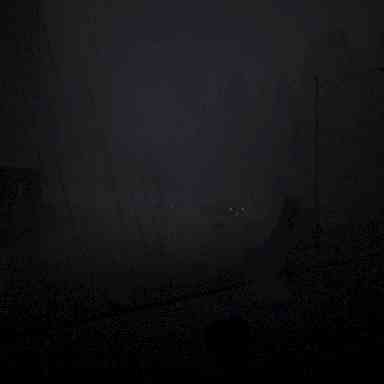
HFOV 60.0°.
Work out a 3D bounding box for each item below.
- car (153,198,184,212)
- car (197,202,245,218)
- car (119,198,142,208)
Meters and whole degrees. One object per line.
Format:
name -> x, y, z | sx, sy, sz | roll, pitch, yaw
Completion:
car -> -2.716, 1.463, 37.563 | 1.812, 1.442, 4.674 | 0, 0, -35
car -> 2.576, 1.538, 30.133 | 1.895, 1.301, 4.718 | 0, 0, -35
car -> -8.460, 1.502, 45.655 | 1.994, 1.385, 4.181 | 0, 0, -35
